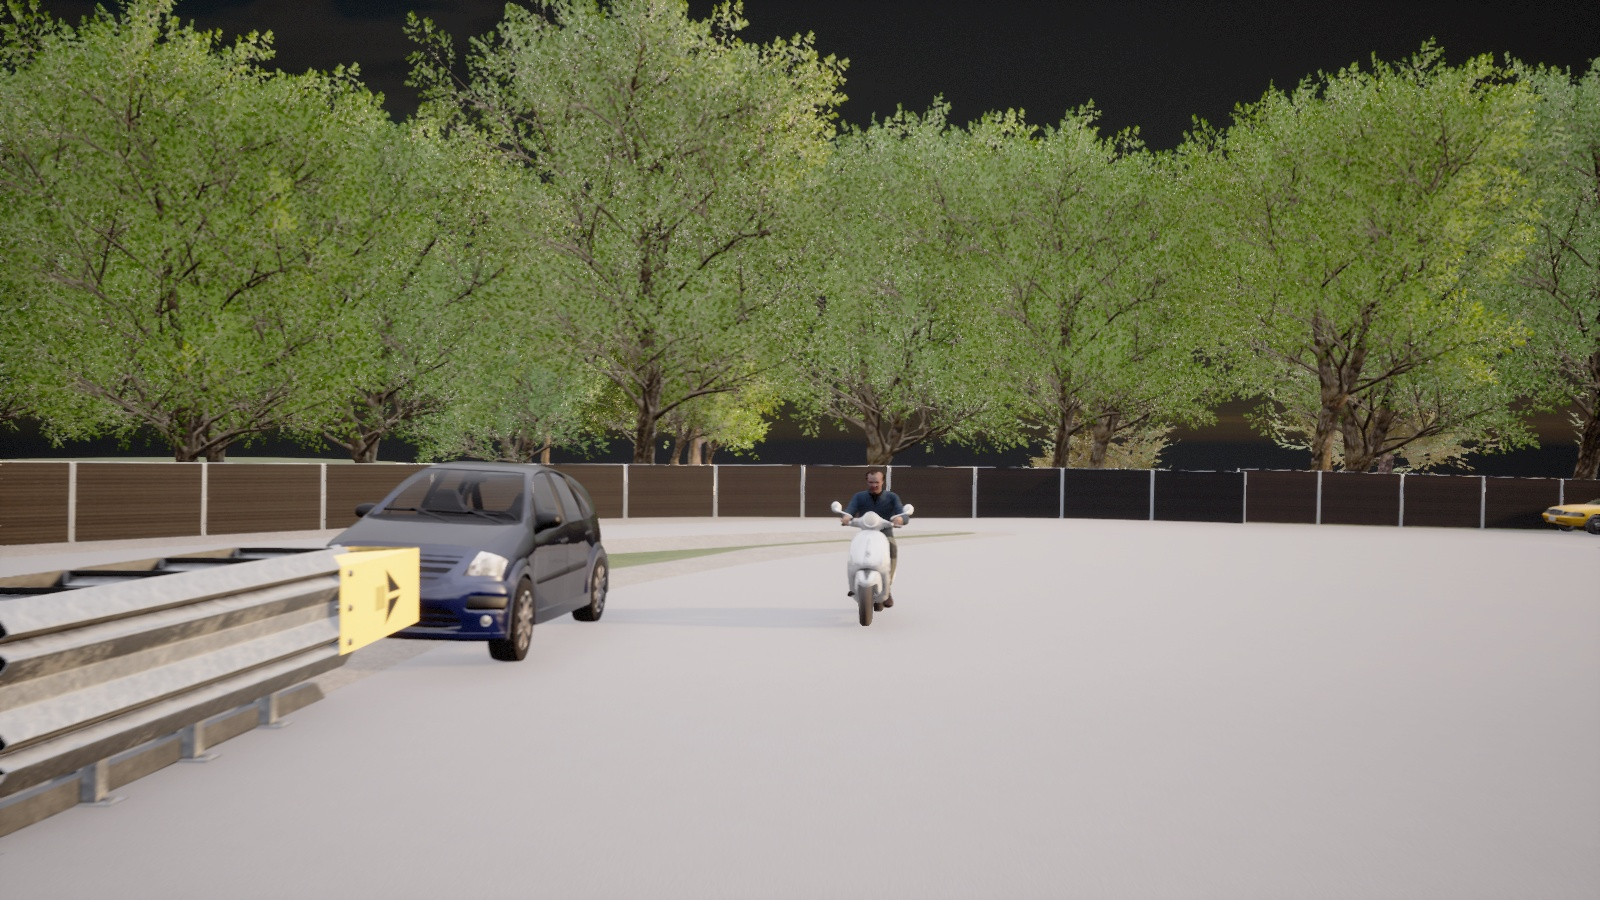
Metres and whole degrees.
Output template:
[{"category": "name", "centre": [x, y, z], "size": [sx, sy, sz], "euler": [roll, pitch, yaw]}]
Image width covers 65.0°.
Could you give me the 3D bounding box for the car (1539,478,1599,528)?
[{"category": "car", "centre": [29.373, 1.958, 44.440], "size": [5.366, 1.575, 1.801], "euler": [2, 2, -3]}]

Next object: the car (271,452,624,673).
[{"category": "car", "centre": [-2.999, 0.898, 11.649], "size": [1.851, 1.617, 3.988], "euler": [2, -1, 4]}]

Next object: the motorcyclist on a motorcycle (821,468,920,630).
[{"category": "motorcyclist on a motorcycle", "centre": [0.781, 0.994, 13.353], "size": [0.866, 1.590, 1.817], "euler": [0, -1, 9]}]
